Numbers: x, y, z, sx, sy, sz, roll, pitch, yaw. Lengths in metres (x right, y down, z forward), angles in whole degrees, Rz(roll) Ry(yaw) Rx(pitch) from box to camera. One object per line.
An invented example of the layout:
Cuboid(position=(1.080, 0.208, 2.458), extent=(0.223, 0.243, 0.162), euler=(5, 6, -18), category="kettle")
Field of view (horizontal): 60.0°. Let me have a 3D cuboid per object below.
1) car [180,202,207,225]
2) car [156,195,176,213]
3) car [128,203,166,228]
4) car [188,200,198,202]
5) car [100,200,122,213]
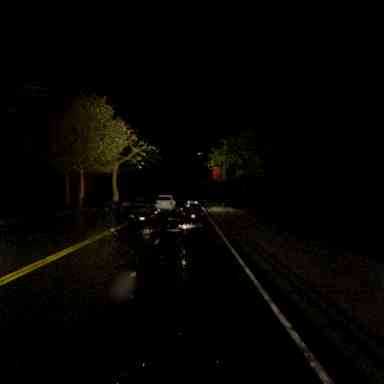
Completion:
Cuboid(position=(0.093, 1.687, 25.340), extent=(1.994, 1.385, 4.181), euler=(0, 0, 0), category="car")
Cuboid(position=(-3.162, 1.421, 40.383), extent=(2.150, 2.045, 5.566), euler=(0, 0, 0), category="car")
Cuboid(position=(-3.156, 1.675, 23.074), extent=(1.994, 1.385, 4.181), euler=(0, 0, 0), category="car")
Cuboid(position=(0.089, 1.754, 41.817), extent=(2.033, 1.411, 5.357), euler=(0, 0, 0), category="car")
Cuboid(position=(-9.760, 1.763, 40.485), extent=(1.812, 1.442, 4.674), euler=(0, 0, 0), category="car")
